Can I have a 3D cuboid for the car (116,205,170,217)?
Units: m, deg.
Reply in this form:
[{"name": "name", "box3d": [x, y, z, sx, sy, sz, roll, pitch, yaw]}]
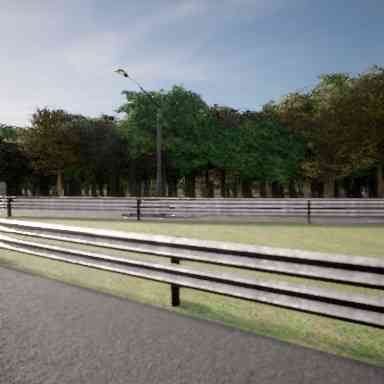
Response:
[{"name": "car", "box3d": [-3.819, 1.199, 25.943, 4.181, 1.385, 1.994, 0, 0, 17]}]
